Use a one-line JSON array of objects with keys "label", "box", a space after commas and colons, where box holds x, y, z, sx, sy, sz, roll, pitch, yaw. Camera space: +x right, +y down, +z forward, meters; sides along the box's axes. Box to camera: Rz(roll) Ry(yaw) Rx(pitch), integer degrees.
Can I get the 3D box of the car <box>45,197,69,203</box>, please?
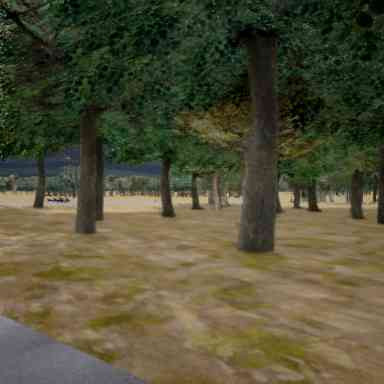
[{"label": "car", "box": [-29.191, 1.737, 72.044, 1.895, 1.301, 4.718, 1, -1, 37]}]
